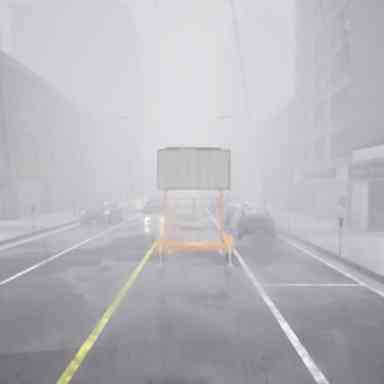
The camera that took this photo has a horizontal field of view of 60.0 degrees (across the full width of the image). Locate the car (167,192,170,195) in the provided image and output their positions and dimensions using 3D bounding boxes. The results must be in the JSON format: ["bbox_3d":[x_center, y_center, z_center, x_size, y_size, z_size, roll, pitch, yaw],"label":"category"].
[{"bbox_3d":[-5.631,0.879,59.869,1.947,1.339,4.313,-1,1,0],"label":"car"}]

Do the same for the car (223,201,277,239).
[{"bbox_3d":[2.790,1.363,15.810,2.008,1.369,4.403,-1,1,0],"label":"car"}]

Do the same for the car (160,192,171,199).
[{"bbox_3d":[-5.605,0.738,70.879,1.887,1.381,4.507,-1,1,0],"label":"car"}]

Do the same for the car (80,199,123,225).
[{"bbox_3d":[-5.723,1.184,21.334,1.967,1.590,4.097,-1,1,0],"label":"car"}]

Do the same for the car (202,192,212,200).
[{"bbox_3d":[2.907,0.802,65.353,1.887,1.381,4.507,-1,1,0],"label":"car"}]

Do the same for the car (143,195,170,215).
[{"bbox_3d":[-3.029,1.226,28.632,1.994,1.385,4.181,0,1,0],"label":"car"}]

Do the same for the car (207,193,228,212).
[{"bbox_3d":[2.827,1.063,32.324,1.967,1.590,4.097,-1,1,0],"label":"car"}]

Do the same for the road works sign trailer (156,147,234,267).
[{"bbox_3d":[0.051,0.332,10.907,2.380,3.560,2.880,0,1,-2],"label":"road works sign trailer"}]

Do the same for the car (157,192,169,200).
[{"bbox_3d":[-5.618,0.804,65.374,2.008,1.369,4.403,-1,1,0],"label":"car"}]

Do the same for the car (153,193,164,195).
[{"bbox_3d":[-5.645,0.813,54.363,1.967,1.590,4.097,-1,1,0],"label":"car"}]

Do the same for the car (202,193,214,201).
[{"bbox_3d":[2.894,0.862,59.848,1.887,1.381,4.507,-1,1,0],"label":"car"}]

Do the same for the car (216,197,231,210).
[{"bbox_3d":[2.803,1.293,21.315,1.887,1.381,4.507,-1,1,0],"label":"car"}]

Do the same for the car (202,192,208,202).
[{"bbox_3d":[2.881,0.944,54.344,1.947,1.339,4.313,-1,1,0],"label":"car"}]

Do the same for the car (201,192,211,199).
[{"bbox_3d":[2.920,0.742,70.859,1.887,1.381,4.507,-1,1,0],"label":"car"}]

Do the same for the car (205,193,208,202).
[{"bbox_3d":[2.842,1.106,37.830,1.887,1.381,4.507,-1,1,0],"label":"car"}]
